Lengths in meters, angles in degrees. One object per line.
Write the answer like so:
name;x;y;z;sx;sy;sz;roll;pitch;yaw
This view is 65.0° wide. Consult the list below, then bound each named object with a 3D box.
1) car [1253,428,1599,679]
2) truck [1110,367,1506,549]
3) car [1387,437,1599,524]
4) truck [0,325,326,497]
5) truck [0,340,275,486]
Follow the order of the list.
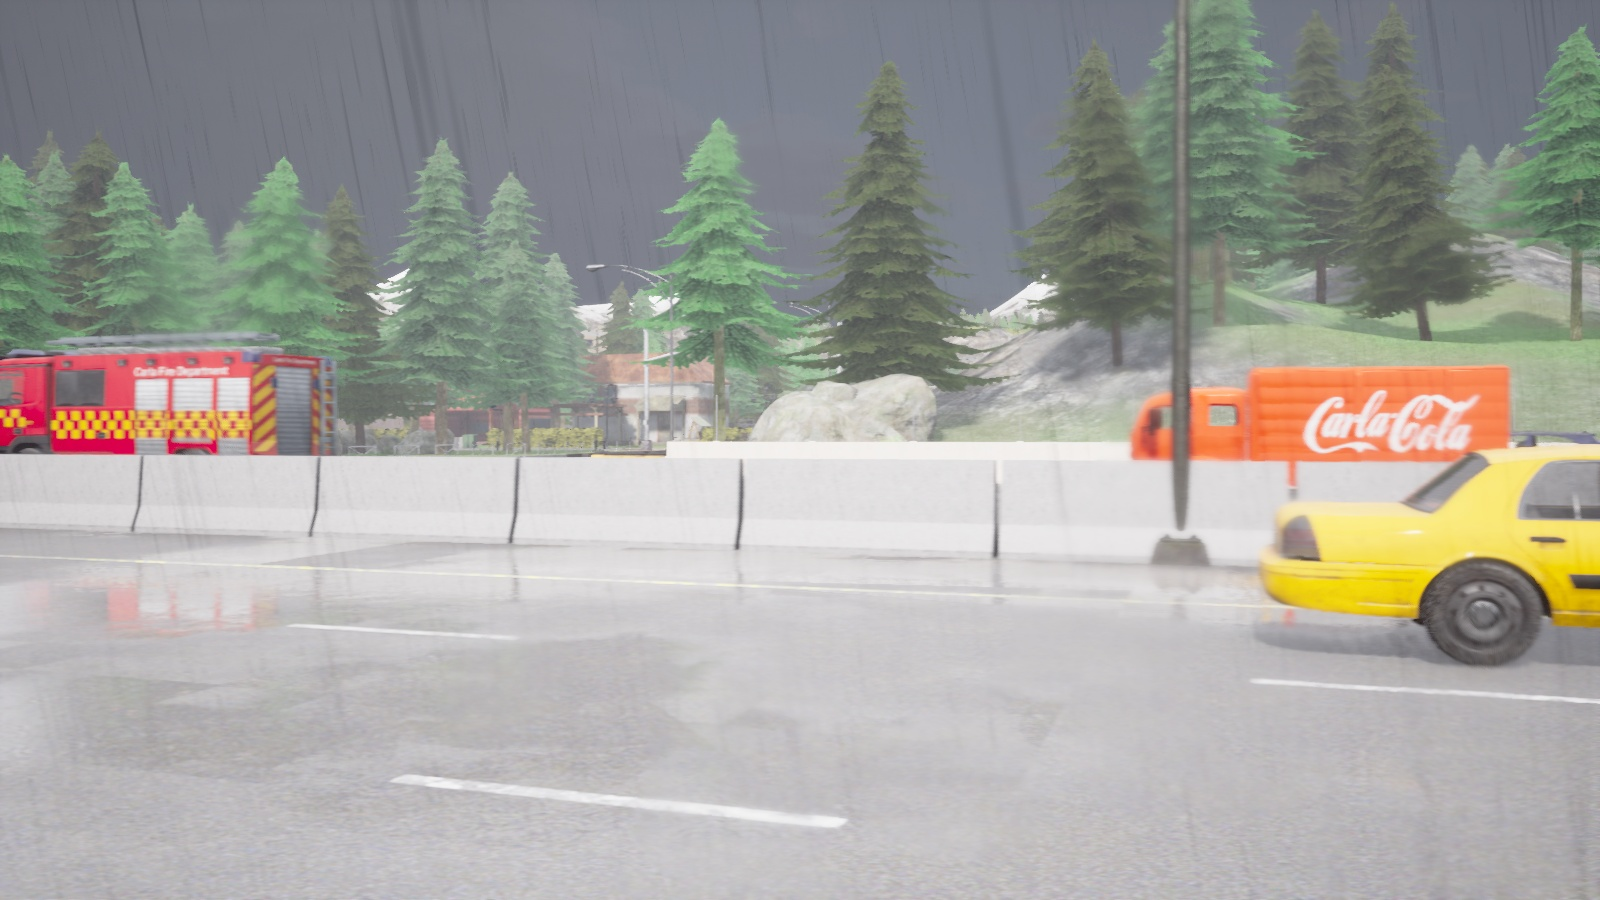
car;5.972;0.654;8.568;5.366;1.575;1.801;1;1;19
truck;7.520;0.062;19.118;5.204;2.467;2.627;1;1;19
car;13.249;0.518;23.739;3.633;1.501;1.845;1;1;34
truck;-16.075;-0.935;30.741;8.468;3.827;2.891;1;1;19
truck;-19.328;-1.032;35.528;8.468;3.827;2.891;1;1;19
